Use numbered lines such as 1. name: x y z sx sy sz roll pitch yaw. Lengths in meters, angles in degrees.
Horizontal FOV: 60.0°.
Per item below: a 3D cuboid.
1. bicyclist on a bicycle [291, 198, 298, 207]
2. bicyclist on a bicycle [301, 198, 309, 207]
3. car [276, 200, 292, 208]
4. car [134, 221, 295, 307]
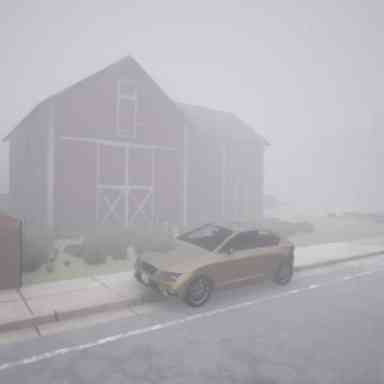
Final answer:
1. bicyclist on a bicycle: 19.480 1.974 63.390 1.656 1.620 0.582 0 0 -10
2. bicyclist on a bicycle: 21.516 1.984 63.381 1.656 1.620 0.582 0 0 -11
3. car: 15.540 2.043 57.837 1.895 1.301 4.718 1 -1 -13
4. car: 0.712 1.504 8.026 4.193 1.474 1.816 1 5 -38
